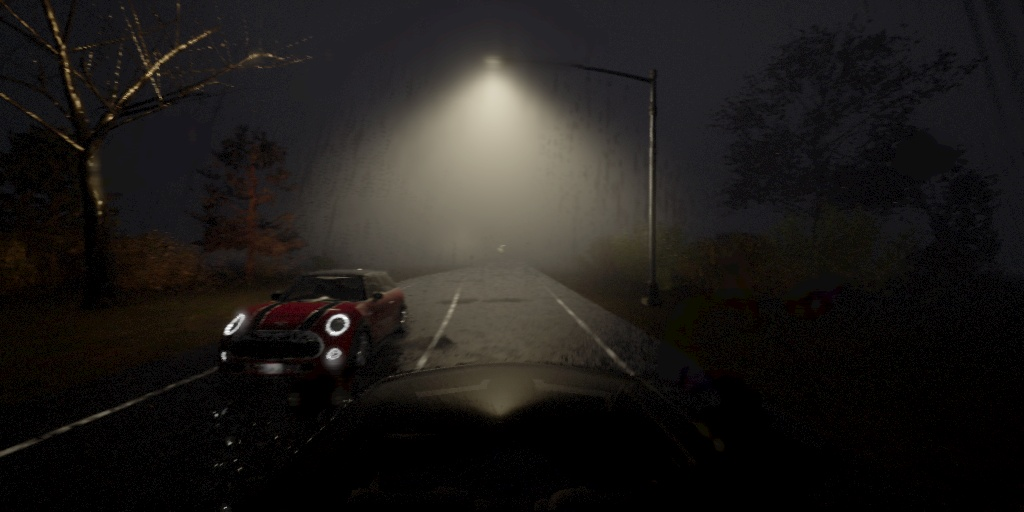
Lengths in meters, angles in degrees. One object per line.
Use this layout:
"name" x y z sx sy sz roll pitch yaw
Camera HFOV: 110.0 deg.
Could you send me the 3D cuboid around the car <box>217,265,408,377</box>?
"car" -3.703 1.099 7.593 2.097 1.767 4.553 1 0 -3
